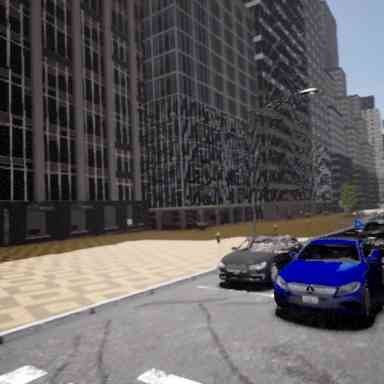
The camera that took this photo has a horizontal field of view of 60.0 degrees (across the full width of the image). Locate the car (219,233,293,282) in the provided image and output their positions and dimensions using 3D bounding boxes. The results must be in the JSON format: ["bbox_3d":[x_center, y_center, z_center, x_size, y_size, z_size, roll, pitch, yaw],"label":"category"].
[{"bbox_3d":[2.530,2.137,11.304,2.008,1.369,4.403,-6,-5,35],"label":"car"}]

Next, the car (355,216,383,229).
[{"bbox_3d":[9.614,2.155,16.749,1.837,1.490,4.892,-4,-4,35],"label":"car"}]

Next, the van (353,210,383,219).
[{"bbox_3d":[15.607,2.527,29.614,1.690,1.788,3.998,-6,-5,35],"label":"van"}]

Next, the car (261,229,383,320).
[{"bbox_3d":[3.653,1.906,8.415,1.812,1.442,4.674,-4,-4,35],"label":"car"}]
